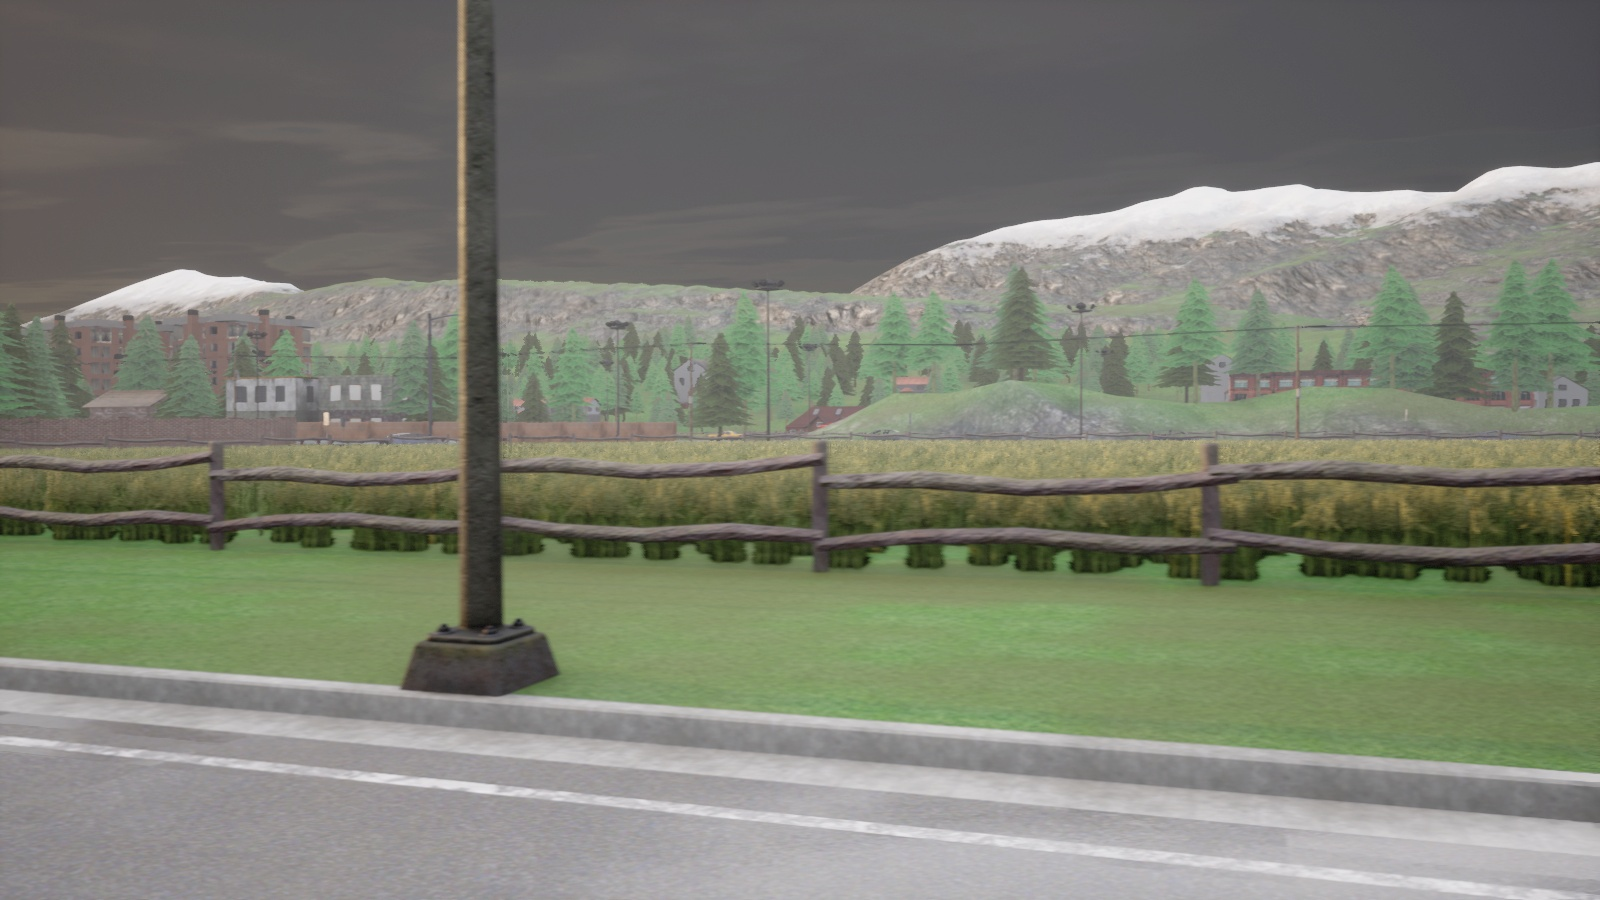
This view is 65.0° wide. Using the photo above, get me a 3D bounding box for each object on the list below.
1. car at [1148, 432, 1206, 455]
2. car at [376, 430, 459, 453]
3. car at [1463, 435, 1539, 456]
[{"bbox_3d":[25.608,-0.466,85.361,3.705,1.549,1.789,0,1,18],"label":"car"},{"bbox_3d":[-25.206,-0.595,82.810,2.163,1.488,4.792,1,1,44],"label":"car"},{"bbox_3d":[47.627,-0.299,85.439,4.181,1.385,1.994,1,1,18],"label":"car"}]
